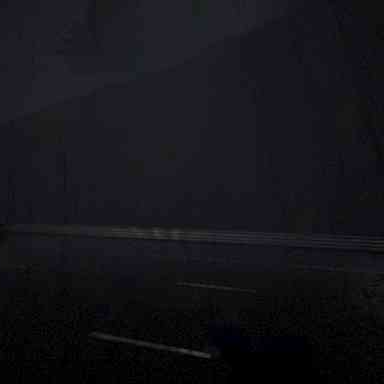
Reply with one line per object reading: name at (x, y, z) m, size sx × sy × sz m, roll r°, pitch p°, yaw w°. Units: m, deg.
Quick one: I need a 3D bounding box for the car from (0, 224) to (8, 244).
car at (-10.453, 1.687, 14.583) m, size 5.008 × 1.535 × 1.882 m, roll 0°, pitch -1°, yaw 22°
